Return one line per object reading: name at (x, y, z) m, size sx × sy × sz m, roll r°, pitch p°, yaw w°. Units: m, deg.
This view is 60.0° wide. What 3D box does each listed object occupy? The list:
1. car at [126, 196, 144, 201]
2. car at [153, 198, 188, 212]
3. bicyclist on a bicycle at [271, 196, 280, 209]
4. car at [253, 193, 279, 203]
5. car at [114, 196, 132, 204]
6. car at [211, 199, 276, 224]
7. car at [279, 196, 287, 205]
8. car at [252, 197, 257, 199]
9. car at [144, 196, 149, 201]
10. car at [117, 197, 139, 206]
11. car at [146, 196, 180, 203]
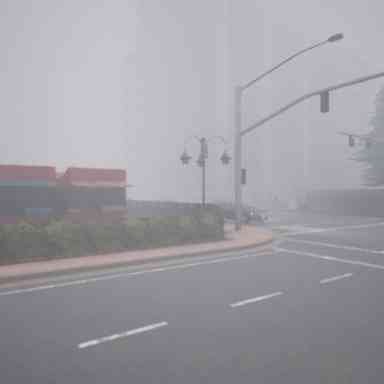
car at (-8.313, 1.459, 40.685) m, size 2.128 × 1.511 × 4.902 m, roll 0°, pitch 0°, yaw -36°
car at (-2.557, 1.497, 38.707) m, size 1.812 × 1.442 × 4.674 m, roll 0°, pitch 0°, yaw -36°
bicyclist on a bicycle at (10.398, 1.288, 41.239) m, size 1.656 × 1.620 × 0.582 m, roll 0°, pitch 0°, yaw -36°
car at (11.480, 1.168, 53.721) m, size 1.905 × 1.878 × 3.866 m, roll 0°, pitch 0°, yaw -36°
car at (-13.851, 1.486, 66.536) m, size 1.837 × 1.490 × 4.892 m, roll 0°, pitch 0°, yaw -36°
car at (3.413, 1.458, 24.492) m, size 2.128 × 1.511 × 4.902 m, roll 0°, pitch 0°, yaw -36°
car at (13.872, 1.171, 55.433) m, size 1.905 × 1.878 × 3.866 m, roll 0°, pitch 0°, yaw -36°
car at (3.251, 1.449, 30.679) m, size 1.882 × 1.535 × 5.008 m, roll 0°, pitch 0°, yaw -36°
car at (-7.831, 1.507, 58.247) m, size 1.812 × 1.442 × 4.674 m, roll 0°, pitch 0°, yaw -36°
car at (-10.915, 1.540, 56.459) m, size 1.994 × 1.385 × 4.181 m, roll 0°, pitch 0°, yaw -35°
car at (-2.161, 1.445, 32.184) m, size 1.882 × 1.535 × 5.008 m, roll 0°, pitch 0°, yaw -36°
